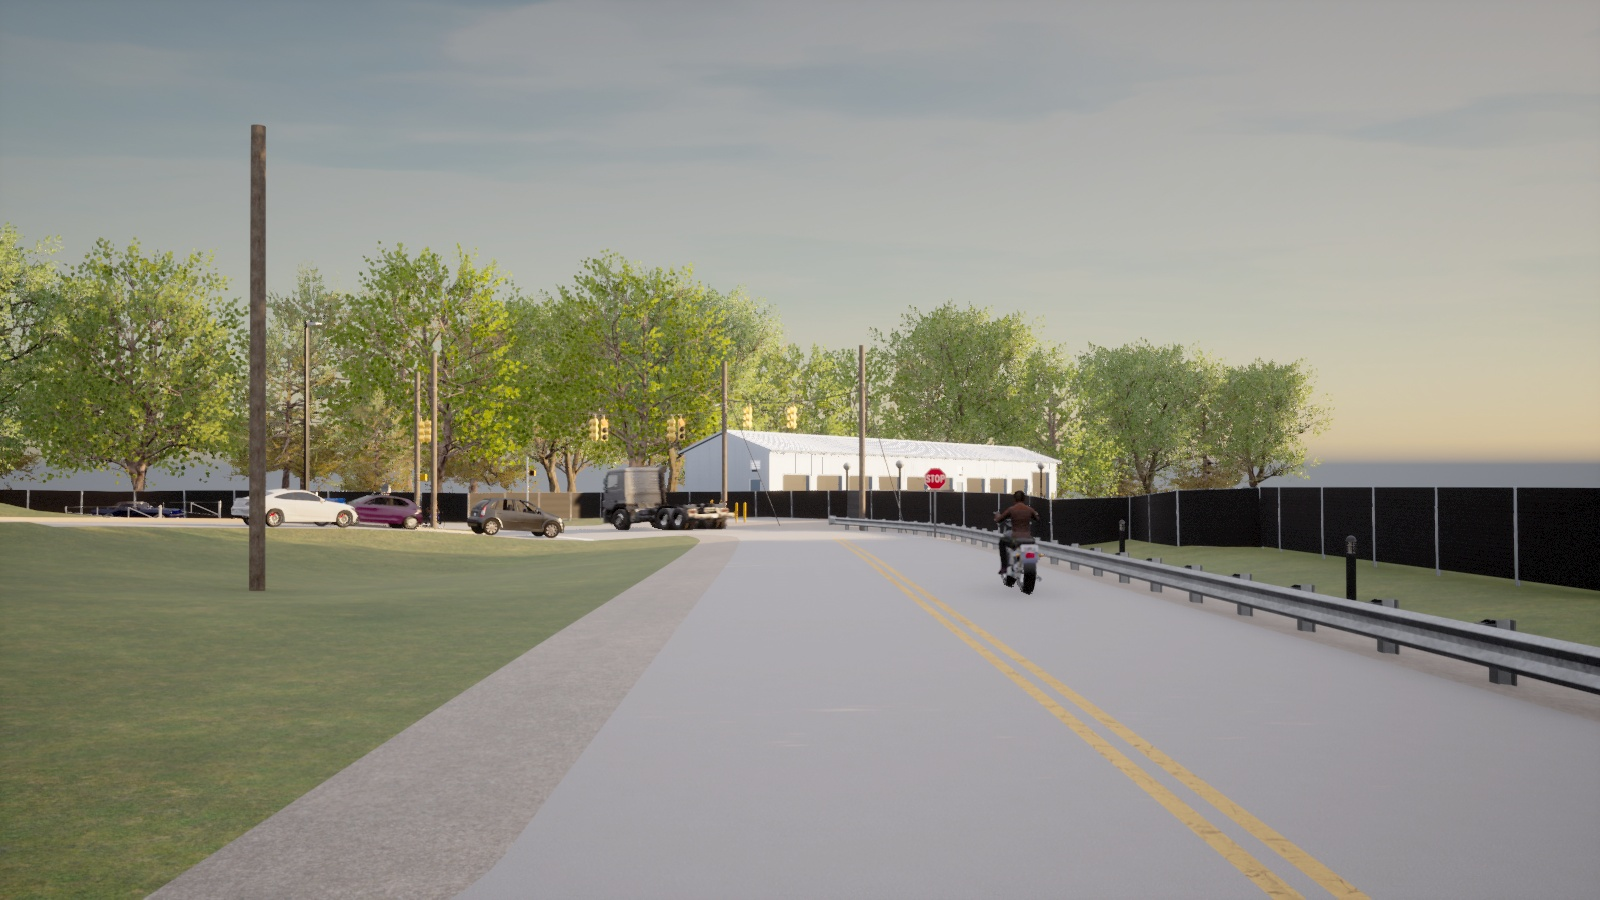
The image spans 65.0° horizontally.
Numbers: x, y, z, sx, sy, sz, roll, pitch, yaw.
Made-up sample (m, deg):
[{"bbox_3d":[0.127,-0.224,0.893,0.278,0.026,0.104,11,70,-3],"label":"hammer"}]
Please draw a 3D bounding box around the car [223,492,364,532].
[{"bbox_3d":[-19.323,2.378,48.090,1.812,1.442,4.674,-1,-3,39],"label":"car"}]

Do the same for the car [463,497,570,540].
[{"bbox_3d":[-12.176,2.948,54.004,3.988,1.617,1.851,5,-4,-33],"label":"car"}]

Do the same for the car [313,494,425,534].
[{"bbox_3d":[-18.939,2.837,55.334,4.193,1.474,1.816,7,-6,-41],"label":"car"}]

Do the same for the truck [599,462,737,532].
[{"bbox_3d":[-7.071,2.552,66.395,2.891,3.462,7.936,0,-3,-44],"label":"truck"}]

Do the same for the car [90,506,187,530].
[{"bbox_3d":[-39.157,4.027,74.390,4.718,1.301,1.895,0,-1,-3],"label":"car"}]

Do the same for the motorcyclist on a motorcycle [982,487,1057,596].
[{"bbox_3d":[3.518,1.435,20.312,0.766,1.649,2.350,-1,-2,0],"label":"motorcyclist on a motorcycle"}]
